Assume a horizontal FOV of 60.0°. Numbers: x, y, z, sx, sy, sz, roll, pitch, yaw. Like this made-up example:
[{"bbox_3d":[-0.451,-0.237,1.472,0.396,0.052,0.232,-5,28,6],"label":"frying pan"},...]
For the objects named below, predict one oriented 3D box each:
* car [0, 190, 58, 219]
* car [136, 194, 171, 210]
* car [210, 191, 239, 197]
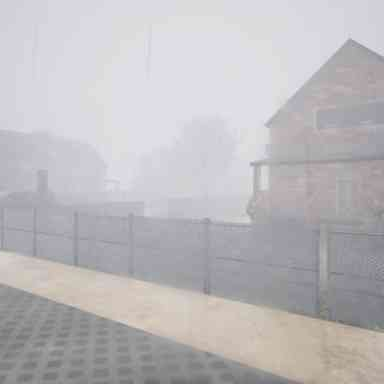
[{"bbox_3d":[-11.405,0.892,21.341,2.150,2.045,5.566,1,2,36],"label":"car"},{"bbox_3d":[-3.636,0.921,32.193,1.994,1.385,4.181,1,2,36],"label":"car"},{"bbox_3d":[4.346,0.584,43.310,2.033,1.411,5.357,1,2,36],"label":"car"}]
